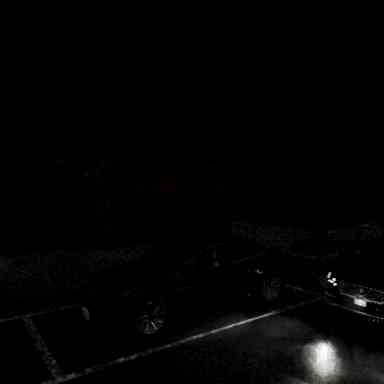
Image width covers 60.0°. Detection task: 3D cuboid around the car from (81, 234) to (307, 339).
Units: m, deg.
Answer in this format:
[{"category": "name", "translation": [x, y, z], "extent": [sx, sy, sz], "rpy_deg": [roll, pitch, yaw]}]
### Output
[{"category": "car", "translation": [0.072, 1.566, 6.587], "extent": [4.313, 1.339, 1.947], "rpy_deg": [0, 0, -35]}]

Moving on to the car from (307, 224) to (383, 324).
[{"category": "car", "translation": [4.648, 1.505, 6.693], "extent": [4.892, 1.490, 1.837], "rpy_deg": [0, 0, -35]}]

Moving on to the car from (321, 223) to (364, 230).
[{"category": "car", "translation": [4.552, 1.582, 9.781], "extent": [4.206, 1.307, 1.802], "rpy_deg": [0, 0, -35]}]
